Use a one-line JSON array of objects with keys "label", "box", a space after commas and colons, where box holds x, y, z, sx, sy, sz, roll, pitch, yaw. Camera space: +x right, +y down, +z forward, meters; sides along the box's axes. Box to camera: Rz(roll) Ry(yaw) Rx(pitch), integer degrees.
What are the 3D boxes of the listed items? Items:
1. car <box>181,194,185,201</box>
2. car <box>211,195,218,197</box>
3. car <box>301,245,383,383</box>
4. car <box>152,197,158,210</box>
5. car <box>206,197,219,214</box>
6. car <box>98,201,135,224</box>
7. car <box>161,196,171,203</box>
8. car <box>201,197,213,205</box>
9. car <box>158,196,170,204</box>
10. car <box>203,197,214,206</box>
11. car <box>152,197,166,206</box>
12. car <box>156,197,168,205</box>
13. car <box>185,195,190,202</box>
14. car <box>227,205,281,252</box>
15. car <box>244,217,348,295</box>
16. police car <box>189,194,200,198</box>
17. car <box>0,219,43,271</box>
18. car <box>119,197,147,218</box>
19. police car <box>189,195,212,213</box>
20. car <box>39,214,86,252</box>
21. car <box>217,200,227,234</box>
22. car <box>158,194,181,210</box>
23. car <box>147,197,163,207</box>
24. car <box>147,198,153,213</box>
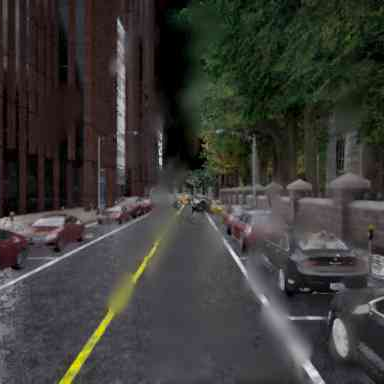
[{"label": "car", "box": [-1.544, 1.444, 83.310, 1.882, 1.535, 5.008, 0, 0, -38]}, {"label": "car", "box": [2.789, 1.392, 46.730, 2.192, 1.841, 5.009, 0, 0, 0]}, {"label": "car", "box": [2.765, 1.556, 3.077, 2.008, 1.369, 4.403, 0, 0, 0]}, {"label": "car", "box": [-5.739, 1.611, 41.274, 1.887, 1.381, 4.507, 0, 0, 0]}, {"label": "car", "box": [2.783, 1.581, 35.986, 1.752, 1.417, 4.829, 0, 0, 0]}, {"label": "car", "box": [-5.748, 1.619, 24.903, 1.802, 1.307, 4.206, 0, 0, 0]}, {"label": "car", "box": [-5.722, 1.659, 73.846, 1.752, 1.417, 4.829, 0, 0, 0]}, {"label": "car", "box": [2.798, 1.676, 63.099, 1.947, 1.339, 4.313, 0, 0, 0]}, {"label": "car", "box": [-5.725, 1.562, 68.559, 1.967, 1.590, 4.097, 0, 0, 0]}, {"label": "car", "box": [2.795, 1.625, 57.812, 1.752, 1.417, 4.829, 0, 0, 0]}, {"label": "car", "box": [-5.730, 1.650, 57.645, 2.008, 1.369, 4.403, 0, 0, 0]}, {"label": "car", "box": [-5.727, 1.655, 63.102, 1.887, 1.381, 4.507, 0, 0, 0]}, {"label": "car", "box": [0.041, 1.445, 72.218, 1.837, 1.490, 4.892, 0, 0, 0]}, {"label": "car", "box": [2.771, 1.461, 13.990, 1.967, 1.590, 4.097, 0, 0, 0]}, {"label": "car", "box": [2.768, 1.564, 8.534, 2.008, 1.369, 4.403, 0, 0, 0]}, {"label": "police car", "box": [0.909, 1.504, 47.475, 1.930, 1.638, 5.238, 0, 0, 0]}, {"label": "car", "box": [-5.757, 1.595, 8.531, 1.802, 1.307, 4.206, 0, 0, 0]}, {"label": "car", "box": [-5.745, 1.361, 30.360, 2.192, 1.841, 5.009, 0, 0, 0]}, {"label": "police car", "box": [0.921, 1.484, 37.475, 1.930, 1.638, 5.238, 0, 0, 0]}, {"label": "car", "box": [-5.754, 1.603, 13.988, 1.802, 1.307, 4.206, 0, 0, 0]}, {"label": "car", "box": [2.774, 1.470, 19.447, 1.967, 1.590, 4.097, 0, 0, 0]}, {"label": "car", "box": [-3.060, 1.295, 44.934, 2.150, 2.045, 5.566, 0, 0, 0]}, {"label": "car", "box": [-5.733, 1.528, 52.188, 1.967, 1.590, 4.097, 0, 0, 0]}, {"label": "car", "box": [-5.742, 1.600, 35.816, 1.887, 1.381, 4.507, 0, 0, 0]}]
